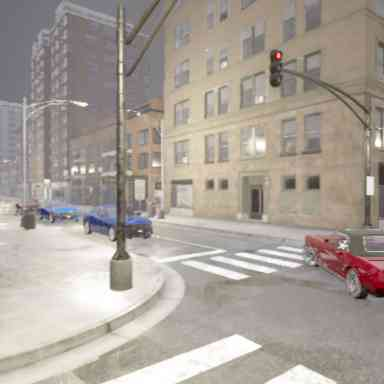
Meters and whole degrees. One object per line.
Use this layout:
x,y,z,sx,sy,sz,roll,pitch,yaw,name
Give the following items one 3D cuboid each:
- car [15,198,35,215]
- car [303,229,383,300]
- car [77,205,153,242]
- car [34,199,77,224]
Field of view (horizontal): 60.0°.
-16.050,1.341,32.710,1.882,1.535,5.008,0,0,-37,car
4.277,1.555,8.164,1.895,1.301,4.718,0,0,3,car
-3.755,1.408,16.401,1.882,1.535,5.008,0,0,-37,car
-9.840,1.376,24.463,1.882,1.535,5.008,0,0,-37,car
